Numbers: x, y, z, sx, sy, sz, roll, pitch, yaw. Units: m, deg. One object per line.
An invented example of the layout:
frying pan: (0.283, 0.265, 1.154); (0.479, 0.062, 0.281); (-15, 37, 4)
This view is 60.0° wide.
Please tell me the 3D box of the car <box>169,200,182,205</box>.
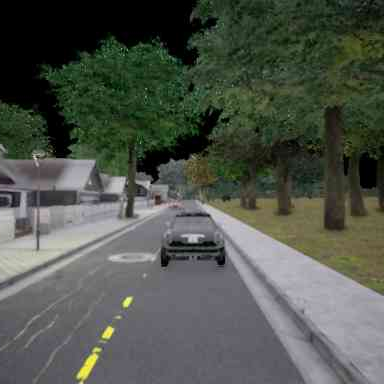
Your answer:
car: (-2.811, 2.137, 56.932); (2.097, 1.767, 4.553); (0, -1, 0)

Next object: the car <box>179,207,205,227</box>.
car: (0.041, 1.963, 26.784); (1.895, 1.301, 4.718); (0, -1, 1)

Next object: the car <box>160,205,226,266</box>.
car: (0.048, 1.515, 12.347); (2.097, 1.767, 4.553); (0, -1, 0)
